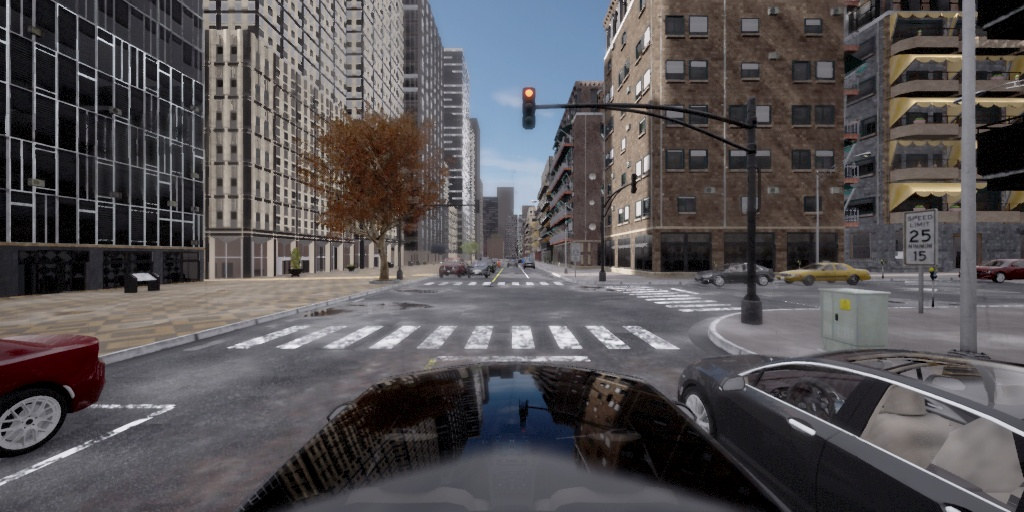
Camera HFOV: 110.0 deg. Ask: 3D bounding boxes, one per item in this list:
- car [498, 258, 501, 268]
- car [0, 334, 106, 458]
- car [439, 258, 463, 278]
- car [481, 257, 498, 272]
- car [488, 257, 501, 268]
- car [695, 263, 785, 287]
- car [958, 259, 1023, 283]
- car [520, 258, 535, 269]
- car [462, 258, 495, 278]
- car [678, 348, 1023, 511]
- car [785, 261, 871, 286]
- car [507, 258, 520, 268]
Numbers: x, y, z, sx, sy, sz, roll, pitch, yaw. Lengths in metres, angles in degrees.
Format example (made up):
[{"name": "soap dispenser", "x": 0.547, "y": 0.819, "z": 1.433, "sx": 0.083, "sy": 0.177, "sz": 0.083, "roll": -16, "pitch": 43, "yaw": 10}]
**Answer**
[{"name": "car", "x": -3.086, "y": 1.380, "z": 53.088, "sx": 1.895, "sy": 1.301, "sz": 4.718, "roll": 0, "pitch": 0, "yaw": 0}, {"name": "car", "x": -5.692, "y": 1.295, "z": 2.321, "sx": 1.888, "sy": 1.381, "sz": 4.507, "roll": 0, "pitch": 0, "yaw": 0}, {"name": "car", "x": -5.687, "y": 1.079, "z": 34.708, "sx": 2.192, "sy": 1.841, "sz": 5.009, "roll": 0, "pitch": 0, "yaw": 0}, {"name": "car", "x": -3.092, "y": 1.123, "z": 43.370, "sx": 2.097, "sy": 1.767, "sz": 4.553, "roll": 0, "pitch": 0, "yaw": 0}, {"name": "car", "x": -3.039, "y": 1.143, "z": 63.105, "sx": 2.097, "sy": 1.767, "sz": 4.553, "roll": 0, "pitch": 0, "yaw": 1}, {"name": "car", "x": 13.437, "y": 1.095, "z": 21.734, "sx": 4.403, "sy": 1.370, "sz": 2.007, "roll": 0, "pitch": 0, "yaw": -1}, {"name": "car", "x": 30.139, "y": 0.859, "z": 21.901, "sx": 4.507, "sy": 1.381, "sz": 1.888, "roll": 0, "pitch": 0, "yaw": -1}, {"name": "car", "x": 2.698, "y": 1.349, "z": 56.798, "sx": 1.948, "sy": 1.339, "sz": 4.313, "roll": 0, "pitch": 0, "yaw": 0}, {"name": "car", "x": -3.096, "y": 1.255, "z": 34.198, "sx": 2.128, "sy": 1.511, "sz": 4.902, "roll": 0, "pitch": 0, "yaw": 0}, {"name": "car", "x": 2.689, "y": 1.300, "z": 2.319, "sx": 2.007, "sy": 1.370, "sz": 4.403, "roll": 0, "pitch": 0, "yaw": 0}, {"name": "car", "x": 18.834, "y": 0.993, "z": 21.788, "sx": 4.829, "sy": 1.417, "sz": 1.751, "roll": 0, "pitch": 0, "yaw": -1}, {"name": "car", "x": 0.111, "y": 1.284, "z": 64.089, "sx": 2.128, "sy": 1.511, "sz": 4.902, "roll": 0, "pitch": 0, "yaw": 0}]
